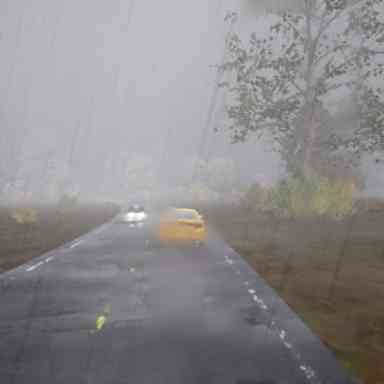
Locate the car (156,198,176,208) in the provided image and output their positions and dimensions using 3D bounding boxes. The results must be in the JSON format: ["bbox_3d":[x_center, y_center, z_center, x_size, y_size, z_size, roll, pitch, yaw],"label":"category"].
[{"bbox_3d":[-2.757,1.400,35.648,2.097,1.767,4.553,0,0,-8],"label":"car"}]

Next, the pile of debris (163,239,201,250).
[{"bbox_3d":[-0.455,2.181,13.960,1.500,0.140,1.860,0,0,-4],"label":"pile of debris"}]

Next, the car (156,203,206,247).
[{"bbox_3d":[-0.498,1.485,15.090,1.882,1.535,5.008,0,0,-4],"label":"car"}]

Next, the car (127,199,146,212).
[{"bbox_3d":[-6.656,1.560,39.807,2.128,1.511,4.902,0,0,-10],"label":"car"}]
